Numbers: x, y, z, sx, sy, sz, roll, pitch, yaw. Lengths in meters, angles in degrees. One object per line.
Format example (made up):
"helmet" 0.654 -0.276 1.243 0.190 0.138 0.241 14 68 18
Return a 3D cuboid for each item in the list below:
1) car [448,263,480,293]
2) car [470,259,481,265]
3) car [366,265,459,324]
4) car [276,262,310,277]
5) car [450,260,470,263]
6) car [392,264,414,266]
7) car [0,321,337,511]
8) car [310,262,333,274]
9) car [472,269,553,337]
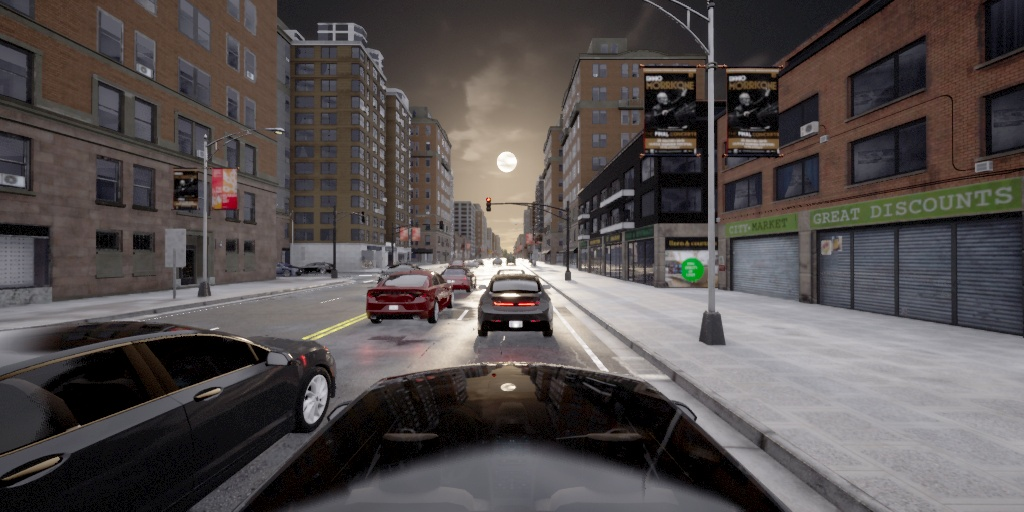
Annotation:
"car" -3.199 1.317 20.977 1.994 1.385 4.181 0 0 -1
"car" -6.741 1.376 60.063 1.895 1.301 4.718 0 0 0
"car" -3.179 1.229 12.083 1.882 1.535 5.008 0 0 0
"car" -22.726 1.316 35.224 4.181 1.385 1.994 0 0 0
"car" -6.718 1.241 44.117 1.882 1.535 5.008 0 0 0
"car" -6.657 1.258 21.914 1.837 1.490 4.892 0 0 0
"car" -3.152 1.255 2.648 1.837 1.490 4.892 0 0 0
"car" -22.256 1.347 40.704 4.313 1.339 1.948 0 0 0
"car" 0.077 1.256 10.329 1.837 1.490 4.892 0 0 0
